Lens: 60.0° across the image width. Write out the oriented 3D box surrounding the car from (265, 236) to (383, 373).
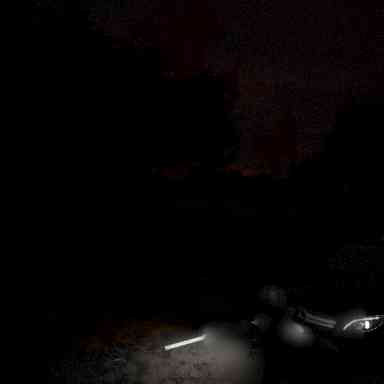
[{"bbox_3d":[3.326,1.525,5.621,4.674,1.442,1.812,0,0,-34],"label":"car"}]
